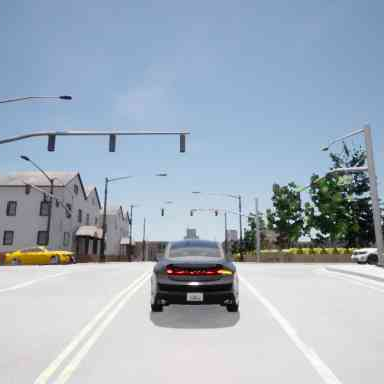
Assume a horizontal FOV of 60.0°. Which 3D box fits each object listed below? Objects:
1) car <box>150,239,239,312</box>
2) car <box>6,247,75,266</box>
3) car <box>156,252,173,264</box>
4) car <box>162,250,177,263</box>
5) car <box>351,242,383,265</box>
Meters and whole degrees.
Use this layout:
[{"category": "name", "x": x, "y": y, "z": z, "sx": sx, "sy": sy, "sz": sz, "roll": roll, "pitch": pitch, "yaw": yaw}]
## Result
[{"category": "car", "x": 0.062, "y": 1.985, "z": 8.594, "sx": 1.837, "sy": 1.490, "sz": 4.892, "roll": 0, "pitch": -7, "yaw": 0}, {"category": "car", "x": -11.401, "y": 4.879, "z": 25.184, "sx": 5.008, "sy": 1.535, "sz": 1.882, "roll": -5, "pitch": -12, "yaw": 6}, {"category": "car", "x": -3.638, "y": 8.889, "z": 44.539, "sx": 1.812, "sy": 1.442, "sz": 4.674, "roll": 0, "pitch": -12, "yaw": 0}, {"category": "car", "x": -3.643, "y": 10.735, "z": 54.960, "sx": 2.150, "sy": 2.045, "sz": 5.566, "roll": 0, "pitch": -12, "yaw": 0}, {"category": "car", "x": 16.849, "y": 5.316, "z": 28.805, "sx": 5.566, "sy": 2.045, "sz": 2.150, "roll": 0, "pitch": -12, "yaw": 1}]
